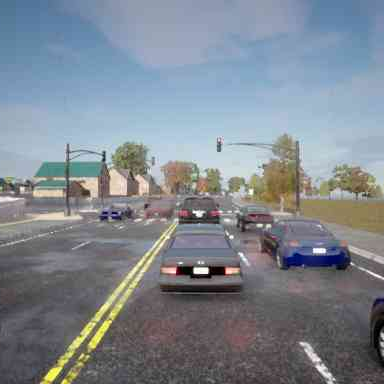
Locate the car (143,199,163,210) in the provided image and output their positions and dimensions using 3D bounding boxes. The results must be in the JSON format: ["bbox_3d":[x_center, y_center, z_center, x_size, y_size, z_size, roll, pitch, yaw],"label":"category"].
[{"bbox_3d":[-5.231,1.668,44.697,1.895,1.301,4.718,0,0,3],"label":"car"}]

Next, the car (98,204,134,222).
[{"bbox_3d":[-6.034,1.631,26.879,1.895,1.301,4.718,0,0,2],"label":"car"}]

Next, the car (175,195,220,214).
[{"bbox_3d":[0.426,1.237,19.106,2.150,2.045,5.566,0,0,1],"label":"car"}]

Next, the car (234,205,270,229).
[{"bbox_3d":[3.693,1.520,19.961,1.837,1.490,4.892,0,0,3],"label":"car"}]

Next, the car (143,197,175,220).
[{"bbox_3d":[-2.713,1.509,28.794,1.882,1.535,5.008,0,0,2],"label":"car"}]

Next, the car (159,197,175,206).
[{"bbox_3d":[-4.334,1.650,58.901,2.033,1.411,5.357,0,0,4],"label":"car"}]

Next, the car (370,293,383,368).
[{"bbox_3d":[3.385,1.353,2.548,2.097,1.767,4.553,0,0,0],"label":"car"}]

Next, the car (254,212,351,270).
[{"bbox_3d":[3.503,1.570,11.068,1.994,1.385,4.181,0,0,1],"label":"car"}]

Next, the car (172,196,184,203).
[{"bbox_3d":[-3.068,1.706,74.099,1.994,1.385,4.181,0,0,5],"label":"car"}]

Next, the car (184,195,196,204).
[{"bbox_3d":[-0.376,1.477,67.471,2.097,1.767,4.553,0,0,5],"label":"car"}]

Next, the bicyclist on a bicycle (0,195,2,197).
[{"bbox_3d":[-23.939,1.036,41.330,0.582,1.620,1.656,1,-1,16],"label":"bicyclist on a bicycle"}]

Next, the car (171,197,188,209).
[{"bbox_3d":[-1.747,1.565,48.651,2.128,1.511,4.902,0,0,3],"label":"car"}]

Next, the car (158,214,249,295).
[{"bbox_3d":[0.206,1.553,8.859,2.033,1.411,5.357,0,0,1],"label":"car"}]
